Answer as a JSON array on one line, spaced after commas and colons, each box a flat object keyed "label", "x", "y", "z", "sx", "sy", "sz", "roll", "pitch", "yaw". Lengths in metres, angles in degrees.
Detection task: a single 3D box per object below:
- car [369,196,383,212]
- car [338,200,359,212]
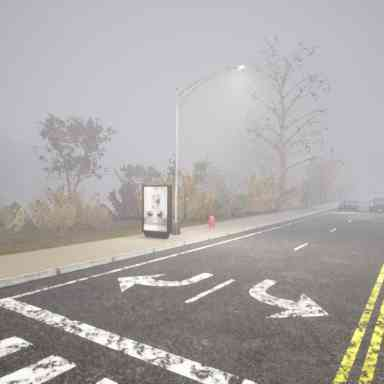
[{"label": "car", "x": 21.539, "y": 1.393, "z": 38.046, "sx": 2.097, "sy": 1.767, "sz": 4.553, "roll": 0, "pitch": 0, "yaw": 31}, {"label": "car", "x": 18.724, "y": 1.602, "z": 39.670, "sx": 1.994, "sy": 1.385, "sz": 4.181, "roll": 0, "pitch": 0, "yaw": 31}]
